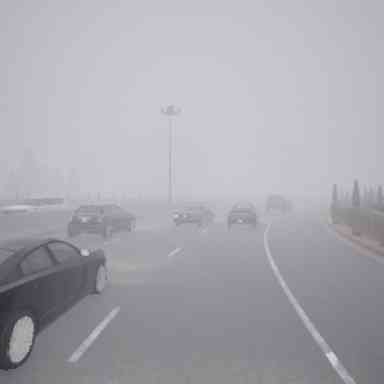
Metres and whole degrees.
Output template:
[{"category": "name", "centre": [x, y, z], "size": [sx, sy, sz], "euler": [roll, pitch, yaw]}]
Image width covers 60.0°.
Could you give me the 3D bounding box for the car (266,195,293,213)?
[{"category": "car", "centre": [10.088, 1.336, 38.534], "size": [2.150, 2.045, 5.566], "euler": [0, 0, 28]}]

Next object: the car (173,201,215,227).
[{"category": "car", "centre": [0.249, 1.616, 23.771], "size": [2.033, 1.411, 5.357], "euler": [0, 0, 17]}]

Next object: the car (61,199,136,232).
[{"category": "car", "centre": [-4.716, 1.395, 18.025], "size": [2.097, 1.767, 4.553], "euler": [0, 0, 12]}]

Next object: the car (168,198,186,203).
[{"category": "car", "centre": [-2.484, 1.812, 58.555], "size": [1.994, 1.385, 4.181], "euler": [0, 0, 35]}]

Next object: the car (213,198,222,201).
[{"category": "car", "centre": [5.361, 1.832, 63.268], "size": [1.994, 1.385, 4.181], "euler": [-1, -1, 39]}]

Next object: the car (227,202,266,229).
[{"category": "car", "centre": [3.596, 1.555, 22.545], "size": [2.128, 1.511, 4.902], "euler": [0, 0, 16]}]

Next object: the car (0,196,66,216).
[{"category": "car", "centre": [-10.896, 1.279, 23.391], "size": [2.150, 2.045, 5.566], "euler": [0, 0, 14]}]

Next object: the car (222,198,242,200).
[{"category": "car", "centre": [7.991, 1.812, 60.933], "size": [1.994, 1.385, 4.181], "euler": [0, -1, 39]}]

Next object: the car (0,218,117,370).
[{"category": "car", "centre": [-3.025, 1.484, 5.779], "size": [1.882, 1.535, 5.008], "euler": [0, 0, 4]}]
